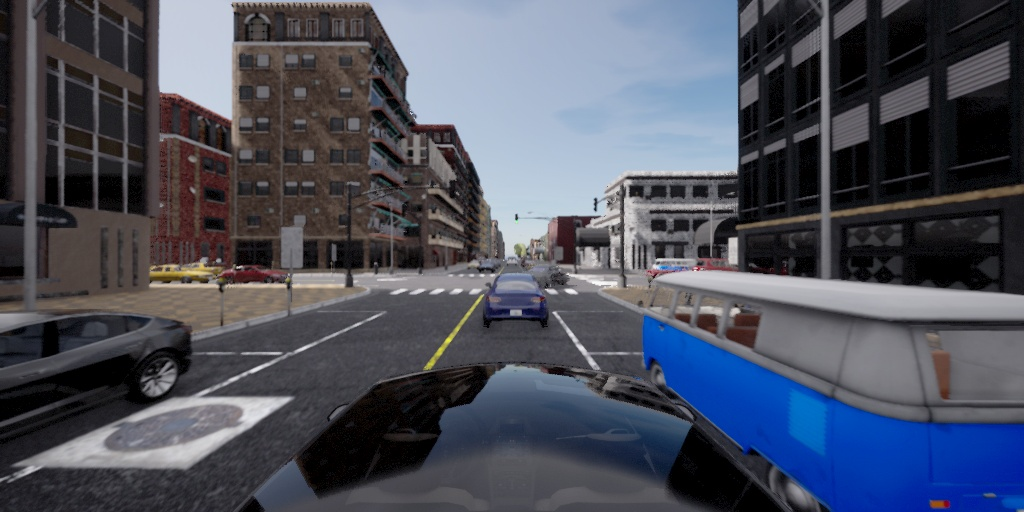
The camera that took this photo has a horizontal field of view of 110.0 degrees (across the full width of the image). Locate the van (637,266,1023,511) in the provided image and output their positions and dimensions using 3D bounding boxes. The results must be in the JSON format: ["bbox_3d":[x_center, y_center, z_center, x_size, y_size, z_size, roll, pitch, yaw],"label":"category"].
[{"bbox_3d":[2.657,1.091,3.644,1.690,1.789,3.998,0,0,0],"label":"van"}]

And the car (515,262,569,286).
[{"bbox_3d":[2.205,1.309,23.418,1.994,1.385,4.181,0,0,29],"label":"car"}]

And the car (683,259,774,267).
[{"bbox_3d":[14.921,1.101,24.528,5.009,1.841,2.192,0,0,0],"label":"car"}]

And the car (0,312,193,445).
[{"bbox_3d":[-5.690,1.315,3.671,1.948,1.339,4.313,0,0,0],"label":"car"}]

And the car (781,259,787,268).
[{"bbox_3d":[20.445,1.119,24.541,5.009,1.841,2.192,0,0,0],"label":"car"}]

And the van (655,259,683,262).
[{"bbox_3d":[14.899,1.166,32.908,3.998,1.789,1.690,0,0,0],"label":"van"}]

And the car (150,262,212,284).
[{"bbox_3d":[-22.958,1.209,24.440,4.829,1.417,1.751,0,0,0],"label":"car"}]

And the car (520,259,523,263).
[{"bbox_3d":[2.695,1.366,59.508,1.802,1.307,4.207,0,0,0],"label":"car"}]

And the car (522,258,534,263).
[{"bbox_3d":[2.694,1.297,48.600,1.751,1.417,4.829,0,0,0],"label":"car"}]

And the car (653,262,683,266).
[{"bbox_3d":[13.759,1.411,30.318,4.718,1.301,1.895,0,0,0],"label":"car"}]

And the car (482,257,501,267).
[{"bbox_3d":[-3.073,1.270,55.156,2.128,1.511,4.902,0,0,0],"label":"car"}]

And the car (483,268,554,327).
[{"bbox_3d":[0.104,1.275,11.459,1.812,1.442,4.674,0,0,0],"label":"car"}]

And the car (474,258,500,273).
[{"bbox_3d":[-3.058,1.316,45.277,2.033,1.411,5.357,0,0,3],"label":"car"}]

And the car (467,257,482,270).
[{"bbox_3d":[-5.687,1.303,53.799,1.751,1.417,4.829,0,0,0],"label":"car"}]

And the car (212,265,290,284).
[{"bbox_3d":[-17.465,1.276,24.452,4.207,1.307,1.802,0,0,0],"label":"car"}]
